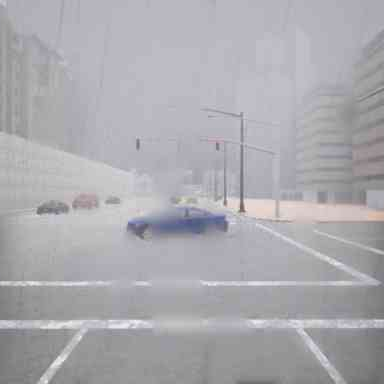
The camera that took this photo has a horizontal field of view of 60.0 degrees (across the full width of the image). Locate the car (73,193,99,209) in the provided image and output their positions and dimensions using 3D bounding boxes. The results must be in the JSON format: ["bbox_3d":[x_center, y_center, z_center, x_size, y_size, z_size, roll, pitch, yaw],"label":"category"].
[{"bbox_3d":[-14.114,1.212,44.490,2.150,2.045,5.566,0,0,0],"label":"car"}]

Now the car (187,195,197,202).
[{"bbox_3d":[-0.043,1.417,73.630,2.033,1.411,5.357,0,0,0],"label":"car"}]

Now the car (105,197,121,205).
[{"bbox_3d":[-14.077,1.539,59.509,2.033,1.411,5.357,0,0,0],"label":"car"}]

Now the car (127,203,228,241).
[{"bbox_3d":[-0.685,1.475,16.505,5.008,1.535,1.882,0,0,-14],"label":"car"}]

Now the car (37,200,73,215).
[{"bbox_3d":[-14.114,1.559,33.961,1.994,1.385,4.181,0,0,0],"label":"car"}]

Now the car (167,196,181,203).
[{"bbox_3d":[-3.448,1.517,61.278,1.812,1.442,4.674,0,0,0],"label":"car"}]

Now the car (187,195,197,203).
[{"bbox_3d":[-0.037,1.469,63.212,1.882,1.535,5.008,0,0,0],"label":"car"}]

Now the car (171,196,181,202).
[{"bbox_3d":[-3.543,1.585,74.448,1.895,1.301,4.718,0,0,0],"label":"car"}]
